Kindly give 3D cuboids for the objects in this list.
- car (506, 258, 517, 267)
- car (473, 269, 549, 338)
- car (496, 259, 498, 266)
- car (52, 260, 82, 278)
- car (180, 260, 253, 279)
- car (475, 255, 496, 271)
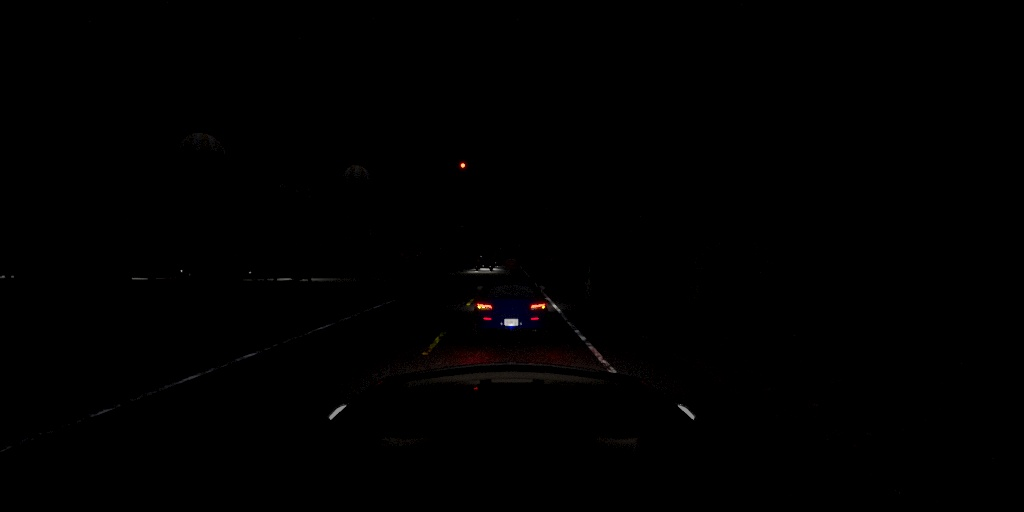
[{"bbox_3d":[-0.132,1.167,64.638,1.882,1.535,5.008,0,0,0],"label":"car"},{"bbox_3d":[-0.026,1.274,10.086,1.812,1.442,4.674,0,0,0],"label":"car"},{"bbox_3d":[-3.788,1.299,59.556,1.895,1.301,4.718,0,0,0],"label":"car"},{"bbox_3d":[-33.175,1.016,28.257,4.181,1.385,1.994,1,0,-1],"label":"car"},{"bbox_3d":[-23.216,1.038,28.342,4.902,1.511,2.128,1,0,-2],"label":"car"},{"bbox_3d":[-3.770,0.934,49.782,2.150,2.045,5.566,0,0,0],"label":"car"}]
